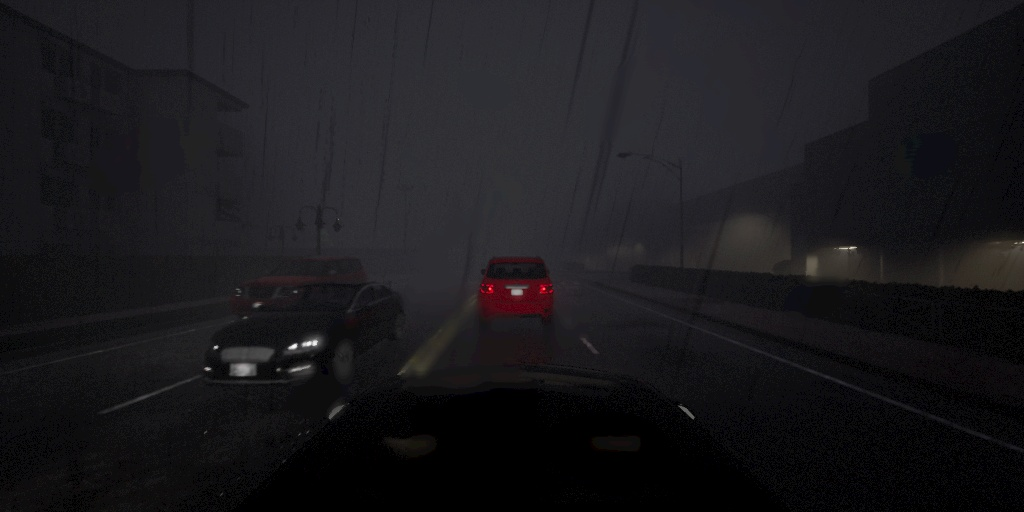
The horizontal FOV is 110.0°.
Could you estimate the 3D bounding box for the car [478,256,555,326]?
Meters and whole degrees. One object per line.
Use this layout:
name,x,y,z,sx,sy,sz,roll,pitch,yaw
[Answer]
car,0.119,1.028,11.987,2.150,2.045,5.566,0,0,0

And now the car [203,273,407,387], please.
car,-3.589,1.270,7.247,2.128,1.511,4.902,0,0,0

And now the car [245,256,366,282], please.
car,-7.073,1.029,12.788,2.150,2.045,5.566,0,0,0
